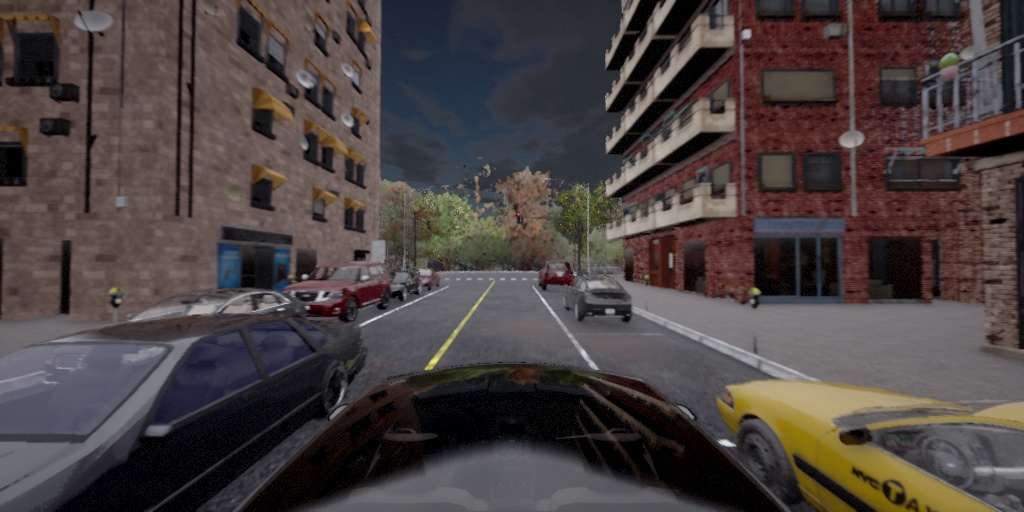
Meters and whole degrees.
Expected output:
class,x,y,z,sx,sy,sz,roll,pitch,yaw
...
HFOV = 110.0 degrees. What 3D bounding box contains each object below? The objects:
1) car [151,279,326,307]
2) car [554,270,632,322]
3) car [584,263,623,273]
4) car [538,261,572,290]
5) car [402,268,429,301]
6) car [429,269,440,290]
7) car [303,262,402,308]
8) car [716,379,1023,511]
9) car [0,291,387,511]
class,x,y,z,sx,sy,sz,roll,pitch,yaw
car,-5.822,1.336,6.974,2.007,1.370,4.403,0,0,0
car,2.823,1.375,12.513,2.007,1.370,4.403,0,0,0
car,10.128,1.489,39.696,4.181,1.385,1.994,0,-1,1
car,2.817,1.217,23.648,2.192,1.841,5.009,0,0,0
car,-5.828,1.428,18.110,1.948,1.339,4.313,0,0,0
car,-5.831,1.483,23.678,1.802,1.307,4.207,0,0,0
car,-5.825,1.139,12.541,2.192,1.841,5.009,0,0,0
car,2.828,1.273,1.547,1.751,1.417,4.829,0,0,0
car,-3.102,1.307,3.200,2.033,1.411,5.357,0,0,0
